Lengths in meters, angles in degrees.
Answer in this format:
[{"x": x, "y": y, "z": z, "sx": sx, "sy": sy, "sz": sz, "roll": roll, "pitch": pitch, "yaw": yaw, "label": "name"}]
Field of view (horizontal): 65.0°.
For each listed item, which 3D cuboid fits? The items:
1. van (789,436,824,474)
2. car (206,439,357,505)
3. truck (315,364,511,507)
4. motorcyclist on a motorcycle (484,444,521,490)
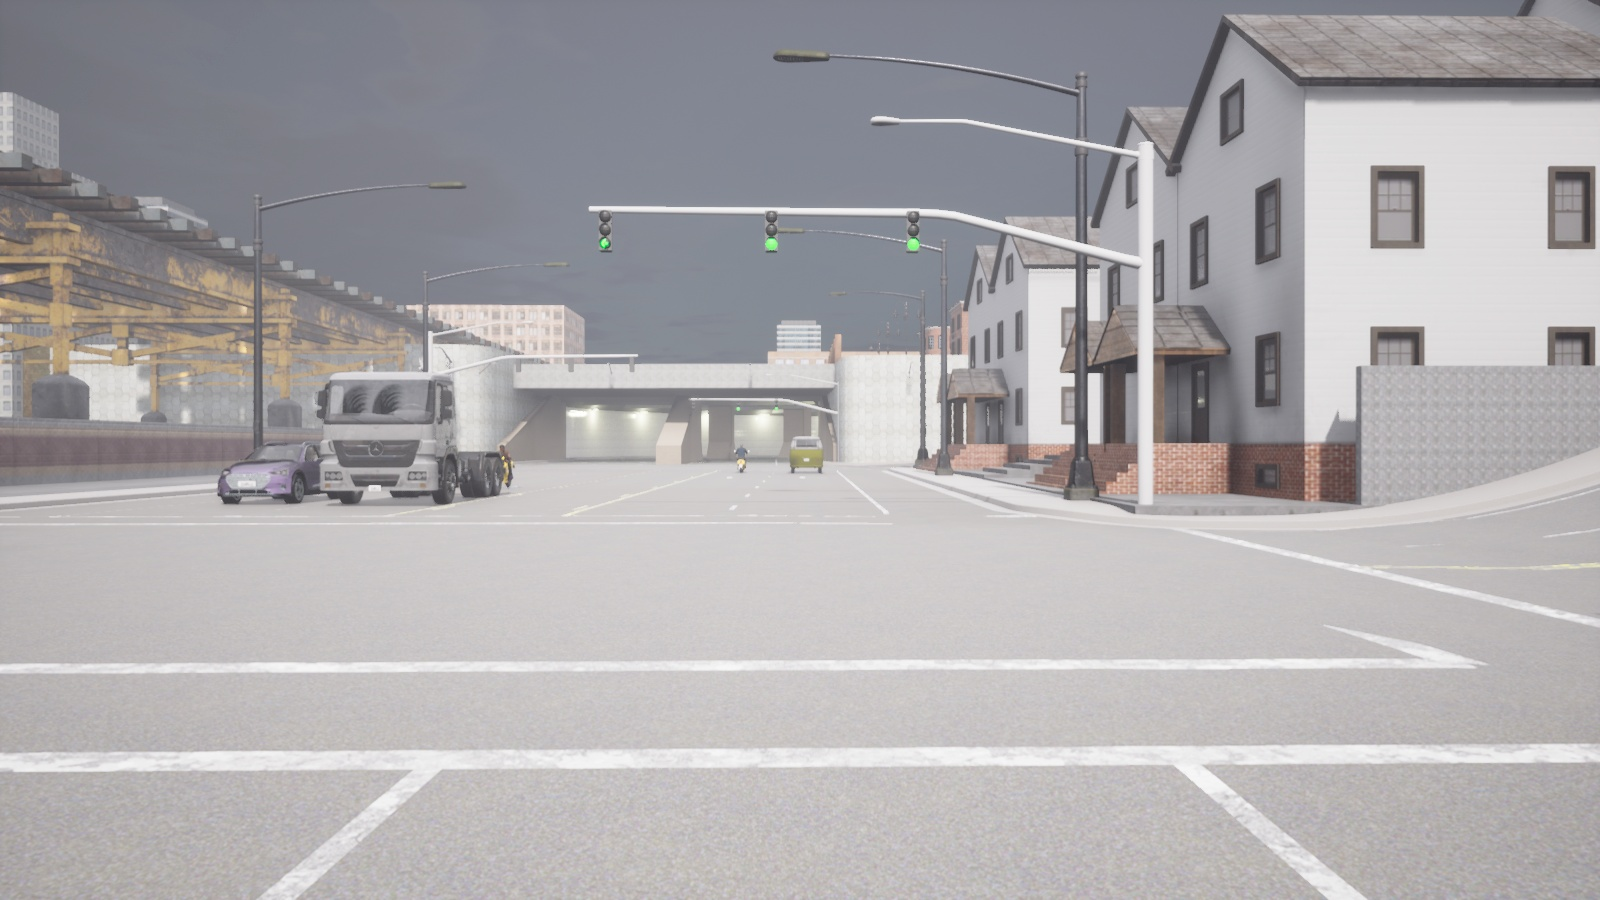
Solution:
[{"x": 0.347, "y": 0.262, "z": 67.651, "sx": 1.775, "sy": 1.987, "sz": 4.442, "roll": 0, "pitch": 0, "yaw": 0, "label": "van"}, {"x": -13.820, "y": 0.546, "z": 33.795, "sx": 2.033, "sy": 1.649, "sz": 4.856, "roll": 0, "pitch": 0, "yaw": 0, "label": "car"}, {"x": -10.312, "y": -0.365, "z": 34.496, "sx": 2.891, "sy": 3.462, "sz": 7.936, "roll": 0, "pitch": 0, "yaw": 0, "label": "truck"}, {"x": -10.273, "y": 0.562, "z": 43.435, "sx": 0.797, "sy": 1.523, "sz": 2.044, "roll": 0, "pitch": 1, "yaw": 0, "label": "motorcyclist on a motorcycle"}]
